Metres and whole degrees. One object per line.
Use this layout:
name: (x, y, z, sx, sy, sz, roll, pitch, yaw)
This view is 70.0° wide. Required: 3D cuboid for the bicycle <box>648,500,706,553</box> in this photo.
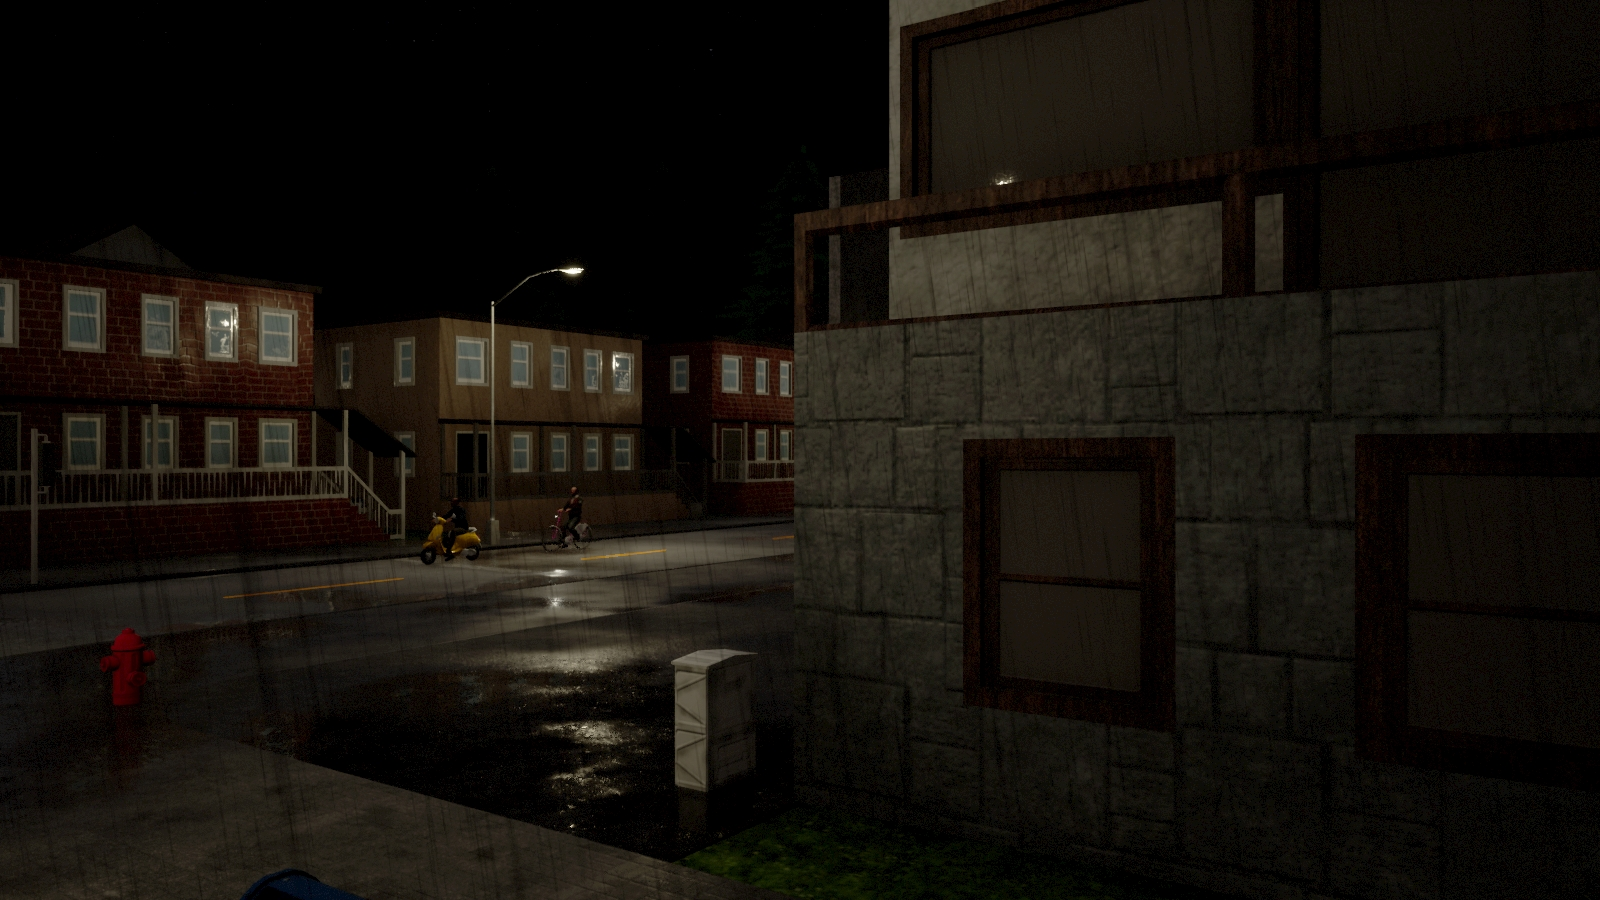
bicycle: (-3.120, 1.931, 29.173, 0.329, 1.271, 1.835, 0, 0, 35)
